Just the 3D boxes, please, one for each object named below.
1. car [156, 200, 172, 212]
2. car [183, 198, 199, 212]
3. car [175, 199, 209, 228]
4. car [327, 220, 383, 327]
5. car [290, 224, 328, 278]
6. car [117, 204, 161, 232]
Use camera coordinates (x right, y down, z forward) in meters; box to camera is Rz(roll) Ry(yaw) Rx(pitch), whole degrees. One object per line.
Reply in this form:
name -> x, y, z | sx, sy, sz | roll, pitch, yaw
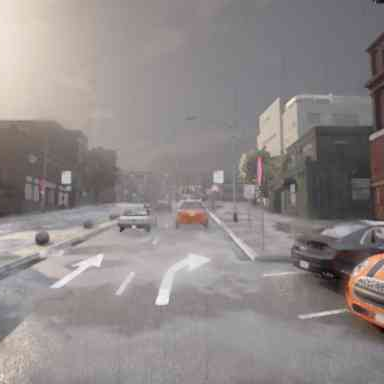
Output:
car -> -3.364, 1.632, 39.887 | 1.812, 1.442, 4.674 | 0, 0, 0
car -> -0.119, 1.587, 40.623 | 1.882, 1.535, 5.008 | 0, 0, 0
car -> -0.010, 1.414, 22.712 | 2.097, 1.767, 4.553 | 0, 0, 0
car -> 5.031, 1.378, 5.822 | 4.553, 1.767, 2.185 | 1, 0, -20
car -> 4.976, 1.514, 8.865 | 4.892, 1.521, 2.231 | 1, 0, -20
car -> -3.247, 1.656, 20.746 | 1.895, 1.301, 4.718 | 0, 0, 0
